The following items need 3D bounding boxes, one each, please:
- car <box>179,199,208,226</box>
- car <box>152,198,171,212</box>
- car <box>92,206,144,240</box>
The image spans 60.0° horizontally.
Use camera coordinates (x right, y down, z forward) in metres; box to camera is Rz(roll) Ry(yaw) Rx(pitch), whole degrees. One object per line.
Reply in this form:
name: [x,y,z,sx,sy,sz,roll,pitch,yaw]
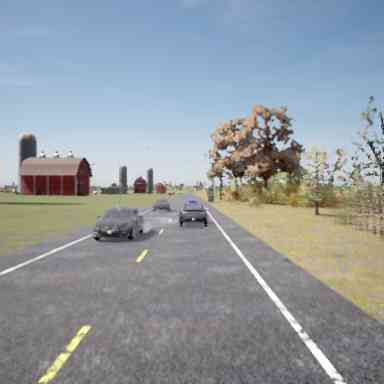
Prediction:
car: [0.100,1.495,23.219,2.128,1.511,4.902,0,0,0]
car: [-3.506,1.519,39.478,1.837,1.490,4.892,0,0,0]
car: [-3.600,1.508,16.957,1.837,1.490,4.892,0,0,0]
